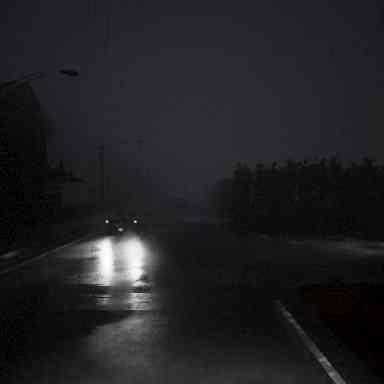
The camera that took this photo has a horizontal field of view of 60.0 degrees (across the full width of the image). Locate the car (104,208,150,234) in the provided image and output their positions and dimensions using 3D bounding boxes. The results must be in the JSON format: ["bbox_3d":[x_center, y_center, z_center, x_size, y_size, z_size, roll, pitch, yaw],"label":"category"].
[{"bbox_3d":[-3.614,1.594,19.094,1.895,1.301,4.718,0,0,0],"label":"car"}]

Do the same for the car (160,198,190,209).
[{"bbox_3d":[-2.304,1.526,44.900,2.033,1.411,5.357,0,0,-34],"label":"car"}]
